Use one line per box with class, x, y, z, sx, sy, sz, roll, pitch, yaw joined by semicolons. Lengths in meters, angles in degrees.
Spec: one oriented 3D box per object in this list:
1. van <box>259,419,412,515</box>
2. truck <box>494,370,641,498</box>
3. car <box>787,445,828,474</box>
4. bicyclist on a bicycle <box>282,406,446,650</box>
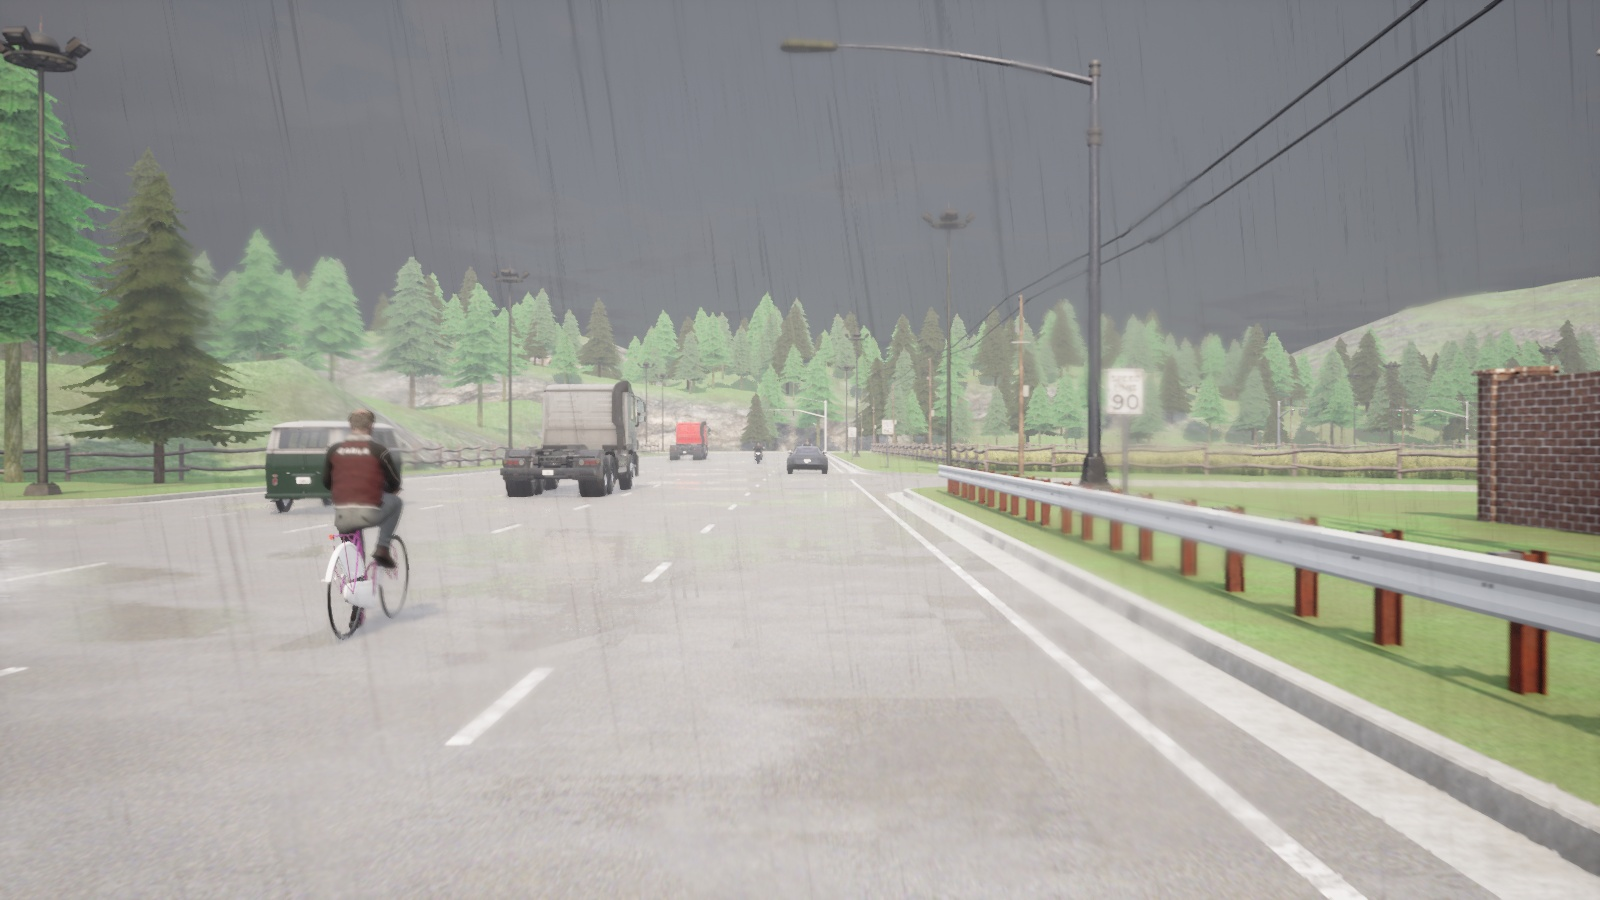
van;-10.325;0.333;28.283;1.775;1.987;4.442;0;0;0
truck;-6.771;-0.454;37.802;2.891;3.462;7.936;0;0;0
car;0.366;0.460;62.256;1.994;1.385;4.181;0;0;0
bicyclist on a bicycle;-3.428;0.558;10.056;0.659;1.776;1.843;0;1;0
